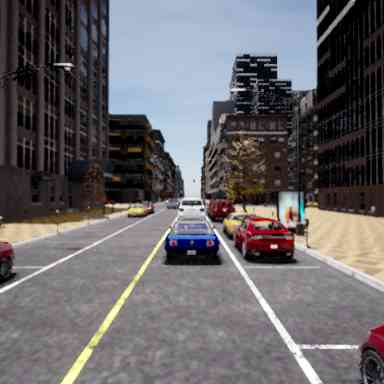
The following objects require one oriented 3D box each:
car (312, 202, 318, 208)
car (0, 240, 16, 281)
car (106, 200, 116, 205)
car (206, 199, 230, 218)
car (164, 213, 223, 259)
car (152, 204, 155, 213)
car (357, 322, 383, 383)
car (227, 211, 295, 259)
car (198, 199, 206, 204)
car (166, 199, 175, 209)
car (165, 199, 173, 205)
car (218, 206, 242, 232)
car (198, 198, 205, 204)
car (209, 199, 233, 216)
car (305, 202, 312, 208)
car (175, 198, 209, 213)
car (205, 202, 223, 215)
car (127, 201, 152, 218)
[{"bbox_3d":[26.224,2.796,74.039,4.829,1.417,1.752,1,-2,0],"label":"car"},{"bbox_3d":[-5.687,1.665,7.598,1.802,1.307,4.206,1,-1,0],"label":"car"},{"bbox_3d":[-17.281,1.961,65.353,4.507,1.381,1.887,1,-2,0],"label":"car"},{"bbox_3d":[2.684,1.696,35.400,2.192,1.841,5.009,1,-1,0],"label":"car"},{"bbox_3d":[0.012,1.744,13.250,1.895,1.301,4.718,0,-1,0],"label":"car"},{"bbox_3d":[-5.700,1.880,40.956,1.967,1.590,4.097,1,-1,0],"label":"car"},{"bbox_3d":[2.696,1.606,2.043,1.802,1.307,4.206,1,-1,0],"label":"car"},{"bbox_3d":[2.691,1.687,13.162,1.887,1.381,4.507,1,-1,0],"label":"car"},{"bbox_3d":[2.658,2.515,89.991,1.887,1.381,4.507,1,-1,0],"label":"car"},{"bbox_3d":[-3.045,1.949,55.639,2.097,1.767,4.553,0,-1,0],"label":"car"},{"bbox_3d":[-5.720,2.434,84.308,1.752,1.417,4.829,1,-1,0],"label":"car"},{"bbox_3d":[2.690,1.729,18.891,1.752,1.417,4.829,1,-1,0],"label":"car"},{"bbox_3d":[2.657,2.471,95.515,1.967,1.590,4.097,1,-1,0],"label":"car"},{"bbox_3d":[2.686,1.636,29.841,2.192,1.841,5.009,1,-1,0],"label":"car"},{"bbox_3d":[20.818,2.456,65.688,4.097,1.590,1.967,1,-2,0],"label":"car"},{"bbox_3d":[-0.002,1.522,27.603,2.150,2.045,5.566,0,0,0],"label":"car"},{"bbox_3d":[2.679,1.985,40.957,1.887,1.381,4.507,1,-1,0],"label":"car"},{"bbox_3d":[-5.698,1.904,35.226,1.752,1.417,4.829,1,-1,0],"label":"car"}]
